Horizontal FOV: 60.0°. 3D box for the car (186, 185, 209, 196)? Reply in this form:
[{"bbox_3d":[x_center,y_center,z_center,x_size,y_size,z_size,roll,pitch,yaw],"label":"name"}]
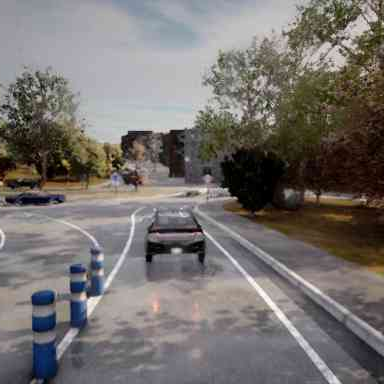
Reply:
[{"bbox_3d":[0.757,-0.227,43.386,1.895,1.301,4.718,1,4,18],"label":"car"}]

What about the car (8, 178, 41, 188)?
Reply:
[{"bbox_3d":[-30.171,-1.535,60.209,2.150,2.045,5.566,3,4,42],"label":"car"}]

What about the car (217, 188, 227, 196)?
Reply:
[{"bbox_3d":[5.148,-0.204,41.632,4.674,1.442,1.812,-3,4,-39],"label":"car"}]

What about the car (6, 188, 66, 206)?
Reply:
[{"bbox_3d":[-13.945,0.554,30.069,4.718,1.301,1.895,0,3,-8],"label":"car"}]

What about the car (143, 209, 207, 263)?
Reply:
[{"bbox_3d":[-0.658,1.340,11.551,2.128,1.511,4.902,0,2,-6],"label":"car"}]
